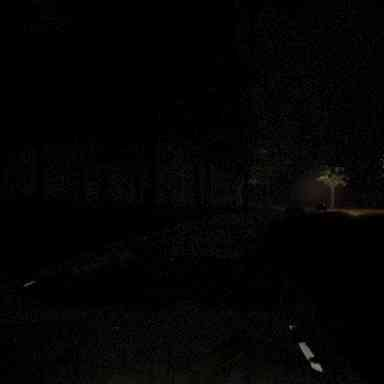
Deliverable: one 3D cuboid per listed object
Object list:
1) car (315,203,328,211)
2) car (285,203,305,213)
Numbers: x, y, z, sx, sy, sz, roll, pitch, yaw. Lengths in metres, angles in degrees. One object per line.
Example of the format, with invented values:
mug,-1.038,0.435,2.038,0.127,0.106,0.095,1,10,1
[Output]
car,25.395,2.923,65.307,1.837,1.490,4.892,1,-2,29
car,15.626,2.427,50.359,1.994,1.385,4.181,1,-1,32
